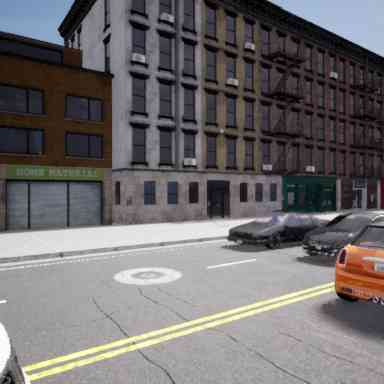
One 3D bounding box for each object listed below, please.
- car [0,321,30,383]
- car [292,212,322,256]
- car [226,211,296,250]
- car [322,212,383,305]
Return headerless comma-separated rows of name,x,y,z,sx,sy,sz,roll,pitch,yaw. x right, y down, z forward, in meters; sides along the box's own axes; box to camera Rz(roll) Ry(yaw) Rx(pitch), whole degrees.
car,-3.503,1.222,0.956,5.566,2.045,2.150,0,0,-36
car,5.979,1.506,11.890,4.892,1.490,1.837,0,0,-35
car,4.028,1.548,14.492,5.357,1.411,2.033,0,0,-35
car,5.088,1.352,7.034,4.553,1.767,2.097,0,0,-35
